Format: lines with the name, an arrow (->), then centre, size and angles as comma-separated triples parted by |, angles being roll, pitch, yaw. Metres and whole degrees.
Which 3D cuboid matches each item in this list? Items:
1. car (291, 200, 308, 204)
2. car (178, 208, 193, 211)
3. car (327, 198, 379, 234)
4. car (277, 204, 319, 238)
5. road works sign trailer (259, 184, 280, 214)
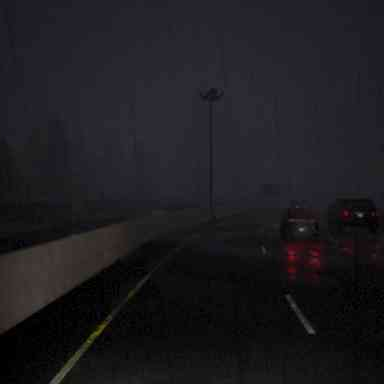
car -> 11.725, 1.682, 36.137 | 2.097, 1.767, 4.553 | 0, -1, 23
car -> -0.735, 1.911, 42.961 | 1.994, 1.385, 4.181 | 0, -1, 25
car -> 10.081, 1.425, 21.161 | 2.150, 2.045, 5.566 | 0, -1, 15
car -> 5.960, 1.664, 18.879 | 2.128, 1.511, 4.902 | 0, 0, 12
road works sign trailer -> 9.668, 0.827, 40.910 | 2.380, 3.560, 2.880 | 0, -1, 29
